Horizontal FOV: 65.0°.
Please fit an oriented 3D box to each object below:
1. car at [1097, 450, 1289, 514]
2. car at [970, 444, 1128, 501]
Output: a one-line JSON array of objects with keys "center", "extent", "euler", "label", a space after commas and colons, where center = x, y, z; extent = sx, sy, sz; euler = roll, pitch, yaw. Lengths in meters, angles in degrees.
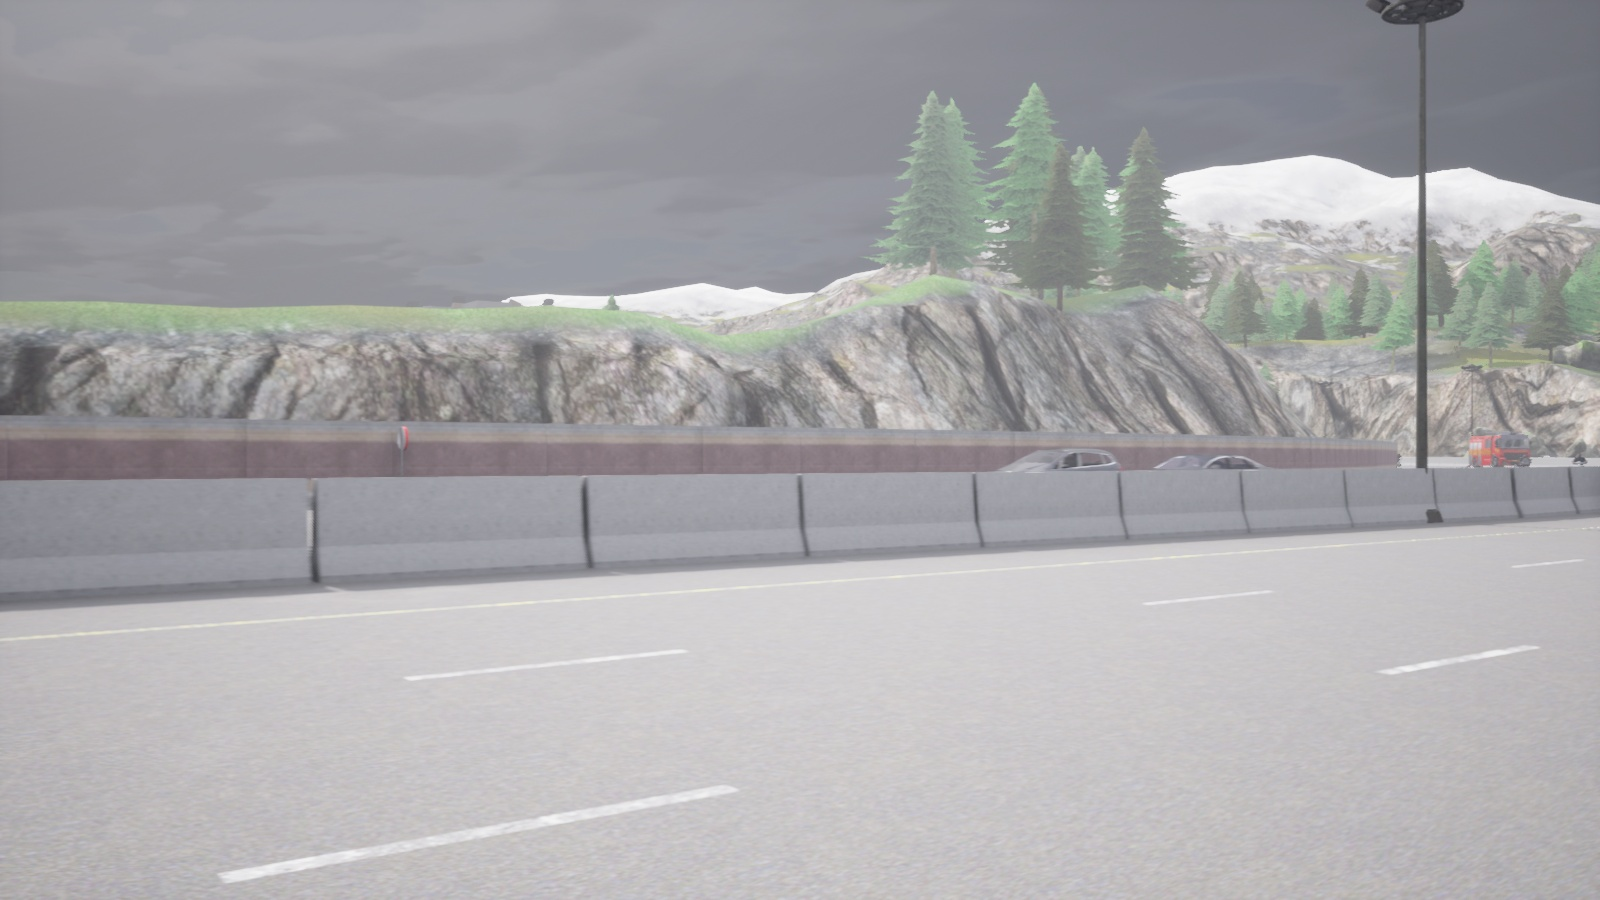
[{"center": [10.049, 0.758, 31.971], "extent": [4.902, 1.511, 2.128], "euler": [0, 0, -35], "label": "car"}, {"center": [7.742, 0.667, 38.891], "extent": [4.611, 1.667, 2.242], "euler": [0, 0, -35], "label": "car"}]
